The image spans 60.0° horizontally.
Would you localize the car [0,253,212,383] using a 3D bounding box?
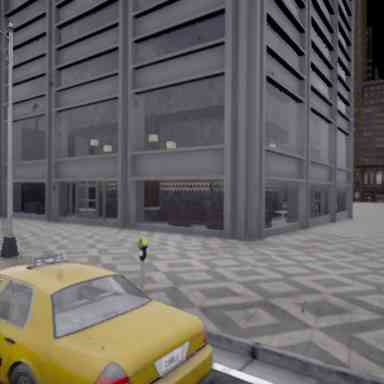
[{"bbox_3d":[-2.063,1.506,4.434,4.829,1.417,1.752,0,0,36],"label":"car"}]
